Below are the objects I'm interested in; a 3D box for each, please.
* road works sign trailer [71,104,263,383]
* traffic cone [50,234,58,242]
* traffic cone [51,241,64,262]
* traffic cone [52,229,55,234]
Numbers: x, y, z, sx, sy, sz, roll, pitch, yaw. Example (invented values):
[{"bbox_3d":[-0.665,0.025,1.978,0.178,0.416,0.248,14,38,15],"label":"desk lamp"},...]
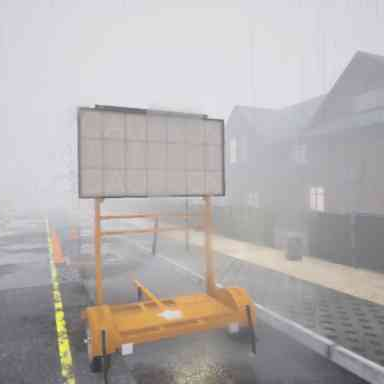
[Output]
[{"bbox_3d":[-0.627,0.489,5.421,2.380,3.560,2.880,-1,0,-24],"label":"road works sign trailer"},{"bbox_3d":[-5.354,2.079,13.119,0.340,0.580,0.340,-1,0,-24],"label":"traffic cone"},{"bbox_3d":[-4.535,2.058,11.295,0.340,0.580,0.340,-1,0,-24],"label":"traffic cone"},{"bbox_3d":[-6.174,2.099,14.943,0.340,0.580,0.340,-1,0,-24],"label":"traffic cone"}]
